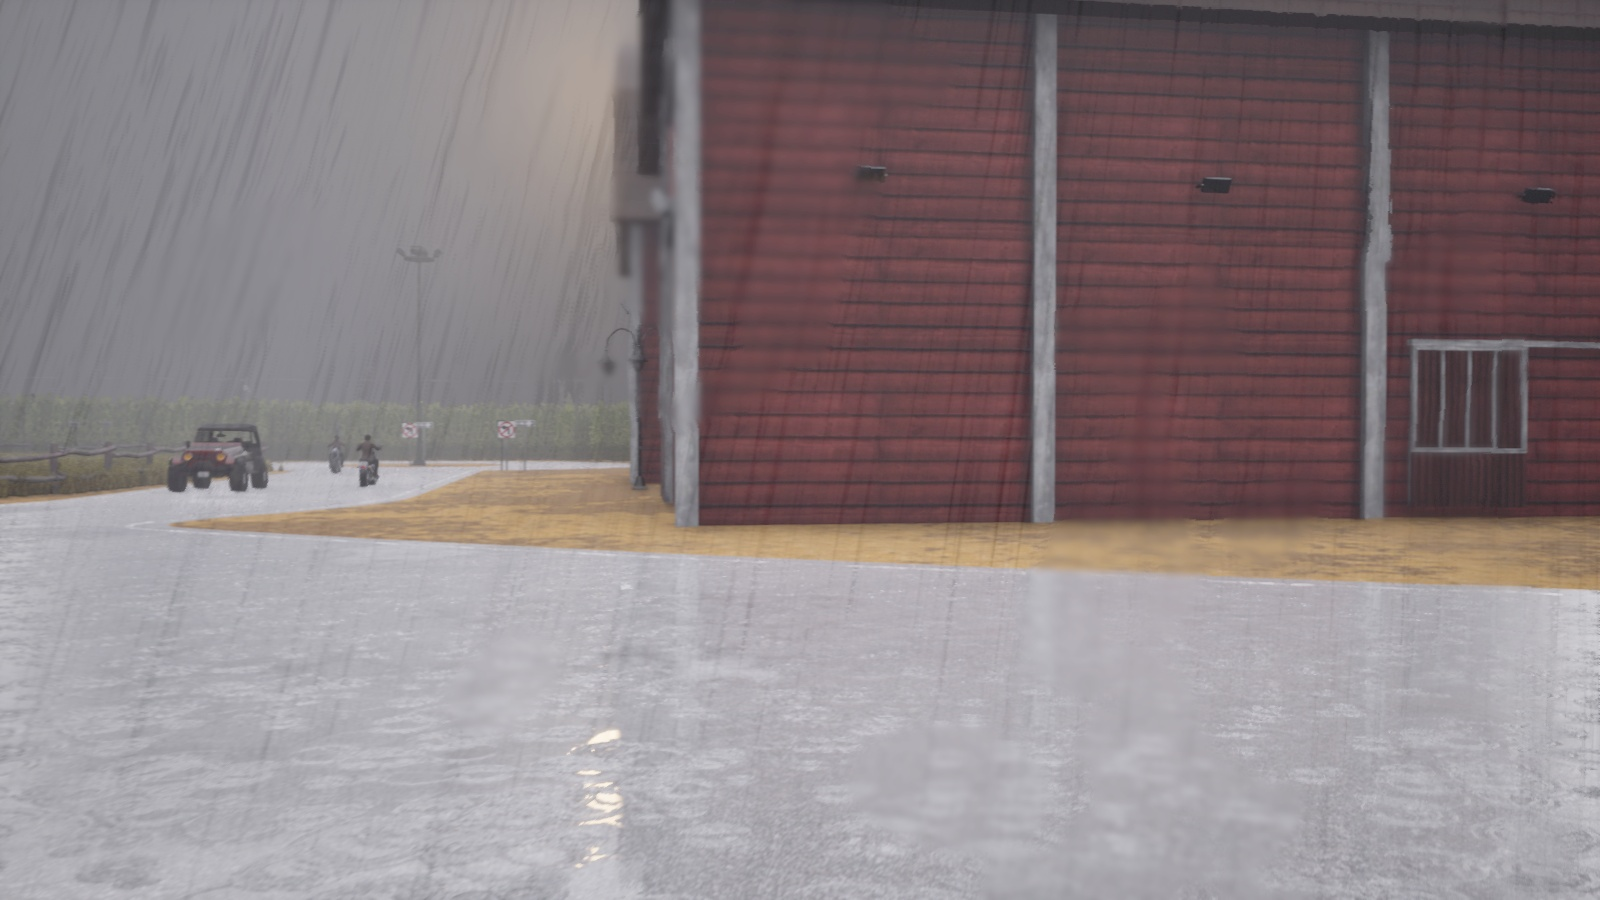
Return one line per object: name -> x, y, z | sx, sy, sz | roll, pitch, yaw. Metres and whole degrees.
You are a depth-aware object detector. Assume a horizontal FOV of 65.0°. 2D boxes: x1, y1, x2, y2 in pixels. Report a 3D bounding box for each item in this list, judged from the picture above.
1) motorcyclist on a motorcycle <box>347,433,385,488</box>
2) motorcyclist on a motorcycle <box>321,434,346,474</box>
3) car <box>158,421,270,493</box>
motorcyclist on a motorcycle -> -13.447, 0.309, 38.956 | 0.766, 1.649, 2.350 | 0, 0, -11
motorcyclist on a motorcycle -> -19.684, 0.161, 53.037 | 0.766, 1.649, 2.350 | 0, 1, -16
car -> -16.299, 0.173, 35.119 | 1.905, 1.878, 3.866 | 0, 0, -10
